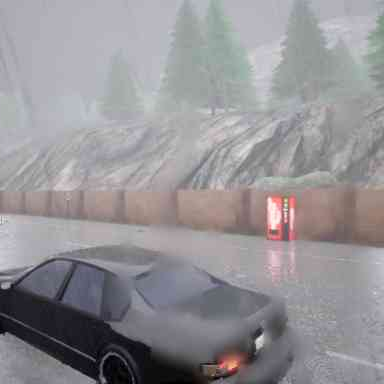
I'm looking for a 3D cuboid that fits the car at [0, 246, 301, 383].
[{"bbox_3d":[-1.280,1.547,4.878,5.357,1.411,2.033,0,0,37],"label":"car"}]

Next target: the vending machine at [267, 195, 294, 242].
[{"bbox_3d":[4.200,1.195,15.695,0.880,2.100,1.100,0,0,37],"label":"vending machine"}]
